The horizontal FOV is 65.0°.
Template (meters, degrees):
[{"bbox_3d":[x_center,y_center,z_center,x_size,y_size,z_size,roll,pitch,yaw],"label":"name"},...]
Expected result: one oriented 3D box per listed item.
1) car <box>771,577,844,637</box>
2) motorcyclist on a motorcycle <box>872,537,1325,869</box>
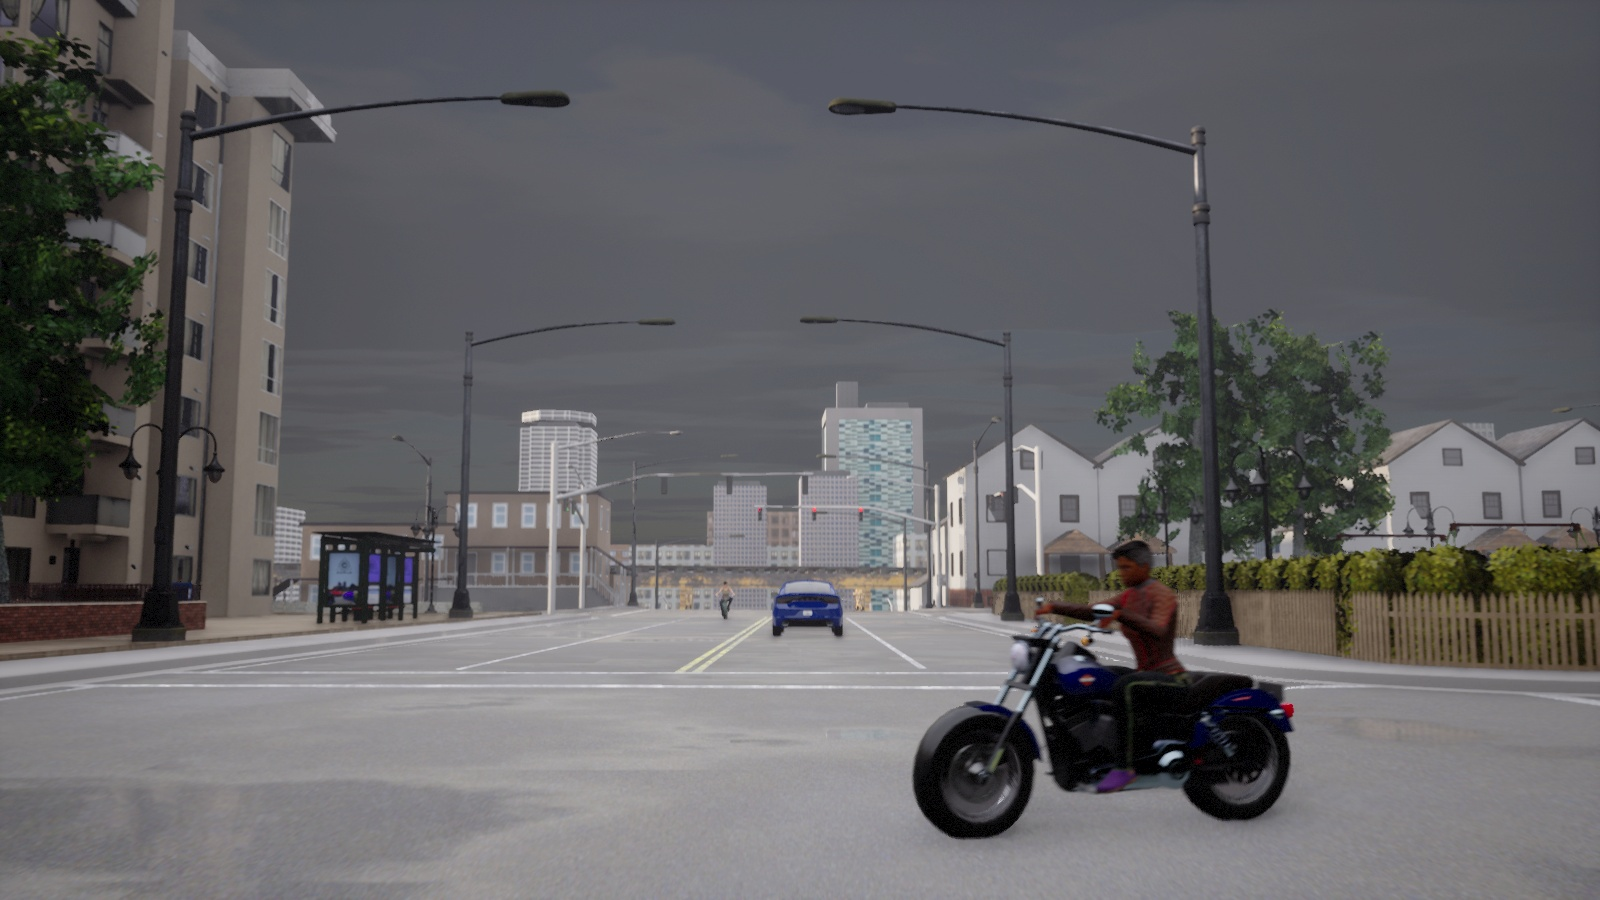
[{"bbox_3d":[0.208,4.351,35.112,1.882,1.535,5.008,0,-6,0],"label":"car"},{"bbox_3d":[1.646,1.320,7.017,2.350,1.649,0.766,1,-5,-16],"label":"motorcyclist on a motorcycle"}]
